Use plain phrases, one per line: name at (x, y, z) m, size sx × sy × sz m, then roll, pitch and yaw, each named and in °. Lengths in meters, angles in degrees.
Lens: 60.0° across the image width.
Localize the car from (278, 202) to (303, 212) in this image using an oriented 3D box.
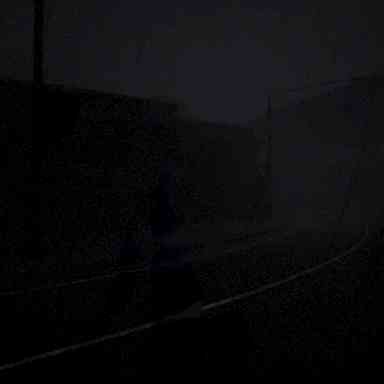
car at (14.442, 2.220, 49.087) m, size 1.994 × 1.385 × 4.181 m, roll 1°, pitch -2°, yaw -15°
